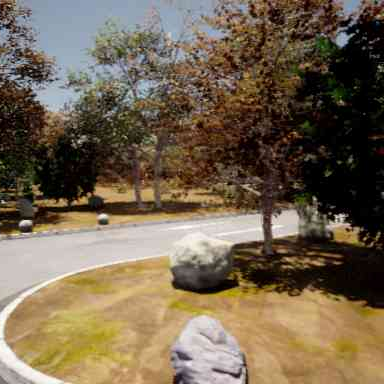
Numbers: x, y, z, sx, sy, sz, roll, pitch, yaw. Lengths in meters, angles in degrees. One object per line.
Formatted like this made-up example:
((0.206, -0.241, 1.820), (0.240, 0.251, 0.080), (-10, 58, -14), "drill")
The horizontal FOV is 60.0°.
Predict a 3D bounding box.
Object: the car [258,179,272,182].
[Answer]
((11.734, -1.573, 54.167), (1.882, 1.535, 5.008), (-2, 4, -31), "car")
